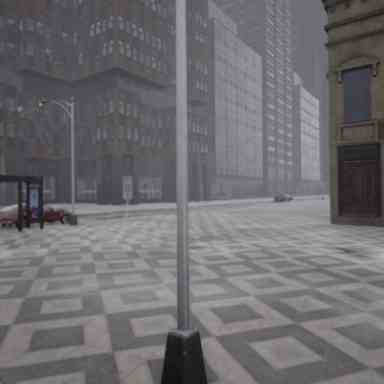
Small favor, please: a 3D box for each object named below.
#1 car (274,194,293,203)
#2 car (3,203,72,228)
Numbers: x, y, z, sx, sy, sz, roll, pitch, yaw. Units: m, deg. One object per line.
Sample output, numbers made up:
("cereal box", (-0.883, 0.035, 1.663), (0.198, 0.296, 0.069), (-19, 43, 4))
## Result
("car", (15.451, 1.068, 55.849), (1.882, 1.535, 5.008), (-1, 0, 35))
("car", (-9.677, 1.380, 20.556), (1.812, 1.442, 4.674), (-1, 0, 35))
